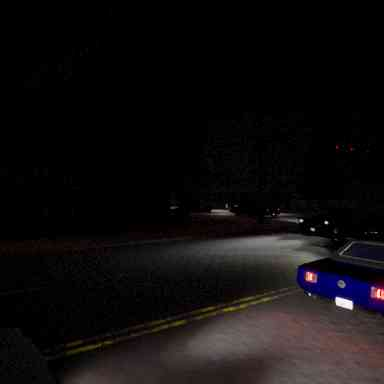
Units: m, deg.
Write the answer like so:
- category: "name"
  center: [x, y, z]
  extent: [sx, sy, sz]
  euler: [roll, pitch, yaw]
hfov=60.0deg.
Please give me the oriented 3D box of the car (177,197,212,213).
- category: "car"
  center: [0.240, 1.475, 37.944]
  extent: [1.882, 1.535, 5.008]
  euler: [0, 0, -36]

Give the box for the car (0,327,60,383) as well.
- category: "car"
  center: [-3.079, 1.601, 1.556]
  extent: [4.718, 1.301, 1.895]
  euler: [0, 0, -35]

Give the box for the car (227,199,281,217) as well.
- category: "car"
  center: [5.727, 1.598, 30.308]
  extent: [1.895, 1.301, 4.718]
  euler: [0, 0, -36]

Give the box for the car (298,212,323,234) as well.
- category: "car"
  center: [7.952, 1.598, 18.270]
  extent: [4.718, 1.301, 1.895]
  euler: [0, 0, -36]

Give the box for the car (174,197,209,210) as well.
- category: "car"
  center: [-0.138, 1.488, 44.490]
  extent: [2.128, 1.511, 4.902]
  euler: [0, 0, -36]

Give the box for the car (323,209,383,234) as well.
- category: "car"
  center: [7.886, 1.475, 13.923]
  extent: [5.008, 1.535, 1.882]
  euler: [0, 0, -36]

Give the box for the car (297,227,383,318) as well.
- category: "car"
  center: [4.403, 1.600, 6.911]
  extent: [4.718, 1.301, 1.895]
  euler: [0, 0, -35]
